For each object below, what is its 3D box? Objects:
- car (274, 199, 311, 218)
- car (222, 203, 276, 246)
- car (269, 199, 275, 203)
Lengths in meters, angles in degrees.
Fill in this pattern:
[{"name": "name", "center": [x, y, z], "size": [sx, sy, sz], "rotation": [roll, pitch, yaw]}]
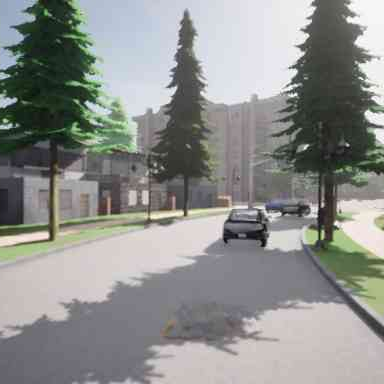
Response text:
[{"name": "car", "center": [9.888, 1.550, 31.561], "size": [2.128, 1.511, 4.902], "rotation": [0, 0, 32]}, {"name": "car", "center": [2.624, 1.507, 15.456], "size": [2.128, 1.511, 4.902], "rotation": [0, 0, 15]}, {"name": "car", "center": [10.156, 1.543, 38.596], "size": [1.882, 1.535, 5.008], "rotation": [0, 0, 37]}]
